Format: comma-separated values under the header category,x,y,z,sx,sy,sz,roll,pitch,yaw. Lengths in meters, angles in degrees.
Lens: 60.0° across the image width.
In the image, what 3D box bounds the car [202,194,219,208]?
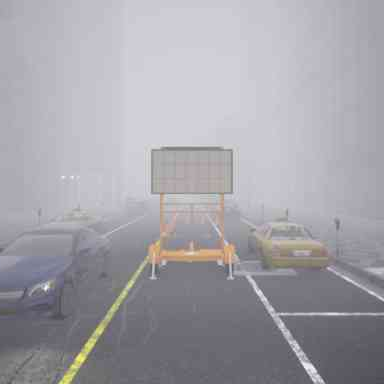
category,x,y,z,sx,sy,sz,roll,pitch,yaw
car,2.859,1.322,44.485,2.192,1.841,5.009,0,0,0

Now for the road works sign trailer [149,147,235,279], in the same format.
category,x,y,z,sx,sy,sz,roll,pitch,yaw
road works sign trailer,0.000,0.460,9.960,2.380,3.560,2.880,0,0,0

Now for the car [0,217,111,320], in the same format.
category,x,y,z,sx,sy,sz,roll,pitch,yaw
car,-3.100,1.523,7.424,1.812,1.442,4.674,0,0,0

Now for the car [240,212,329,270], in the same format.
category,x,y,z,sx,sy,sz,roll,pitch,yaw
car,2.866,1.520,10.851,1.752,1.417,4.829,0,0,1

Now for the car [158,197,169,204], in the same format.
category,x,y,z,sx,sy,sz,roll,pitch,yaw
car,-5.666,1.631,67.055,1.802,1.307,4.206,0,0,0

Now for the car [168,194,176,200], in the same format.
category,x,y,z,sx,sy,sz,roll,pitch,yaw
car,-5.667,1.455,95.249,2.192,1.841,5.009,0,0,0

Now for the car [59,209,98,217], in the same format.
category,x,y,z,sx,sy,sz,roll,pitch,yaw
car,-5.667,1.519,16.096,1.752,1.417,4.829,0,0,1

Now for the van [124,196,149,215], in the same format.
category,x,y,z,sx,sy,sz,roll,pitch,yaw
van,-5.665,1.334,33.221,1.690,1.788,3.998,0,0,0

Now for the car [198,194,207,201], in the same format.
category,x,y,z,sx,sy,sz,roll,pitch,yaw
car,2.858,1.433,89.601,2.192,1.841,5.009,0,0,0

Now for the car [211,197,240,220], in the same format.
category,x,y,z,sx,sy,sz,roll,pitch,yaw
car,2.859,1.430,27.567,1.967,1.590,4.097,0,0,0

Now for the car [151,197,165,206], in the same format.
category,x,y,z,sx,sy,sz,roll,pitch,yaw
car,-5.666,1.572,55.776,1.887,1.381,4.507,0,0,0

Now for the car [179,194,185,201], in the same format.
category,x,y,z,sx,sy,sz,roll,pitch,yaw
car,-2.998,1.694,89.934,1.895,1.301,4.718,0,0,0

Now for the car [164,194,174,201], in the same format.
category,x,y,z,sx,sy,sz,roll,pitch,yaw
car,-5.667,1.410,83.970,2.192,1.841,5.009,0,0,0

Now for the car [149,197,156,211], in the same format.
category,x,y,z,sx,sy,sz,roll,pitch,yaw
car,-5.666,1.564,38.860,1.947,1.339,4.313,0,0,0

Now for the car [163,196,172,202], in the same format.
category,x,y,z,sx,sy,sz,roll,pitch,yaw
car,-5.667,1.600,78.162,1.752,1.417,4.829,0,0,0

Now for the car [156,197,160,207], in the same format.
category,x,y,z,sx,sy,sz,roll,pitch,yaw
car,-5.666,1.457,50.138,1.967,1.590,4.097,0,0,0

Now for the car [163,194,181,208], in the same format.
category,x,y,z,sx,sy,sz,roll,pitch,yaw
car,-3.096,1.494,49.622,1.882,1.535,5.008,0,0,0

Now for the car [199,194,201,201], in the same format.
category,x,y,z,sx,sy,sz,roll,pitch,yaw
car,2.859,1.478,61.403,1.967,1.590,4.097,0,0,0

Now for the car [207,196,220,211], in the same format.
category,x,y,z,sx,sy,sz,roll,pitch,yaw
car,2.860,1.433,33.205,1.967,1.590,4.097,0,0,0
